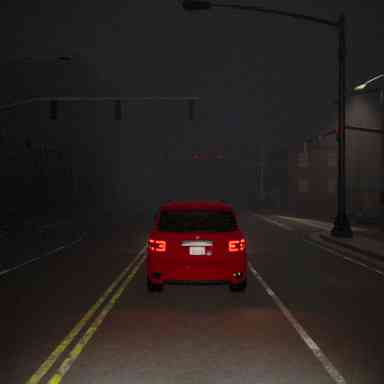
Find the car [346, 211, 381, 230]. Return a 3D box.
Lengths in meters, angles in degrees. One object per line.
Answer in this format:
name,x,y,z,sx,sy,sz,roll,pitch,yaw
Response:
car,15.435,2.488,29.654,4.902,1.511,2.128,8,0,0

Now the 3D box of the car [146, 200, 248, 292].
car,0.101,1.221,9.060,2.150,2.045,5.566,0,0,0
